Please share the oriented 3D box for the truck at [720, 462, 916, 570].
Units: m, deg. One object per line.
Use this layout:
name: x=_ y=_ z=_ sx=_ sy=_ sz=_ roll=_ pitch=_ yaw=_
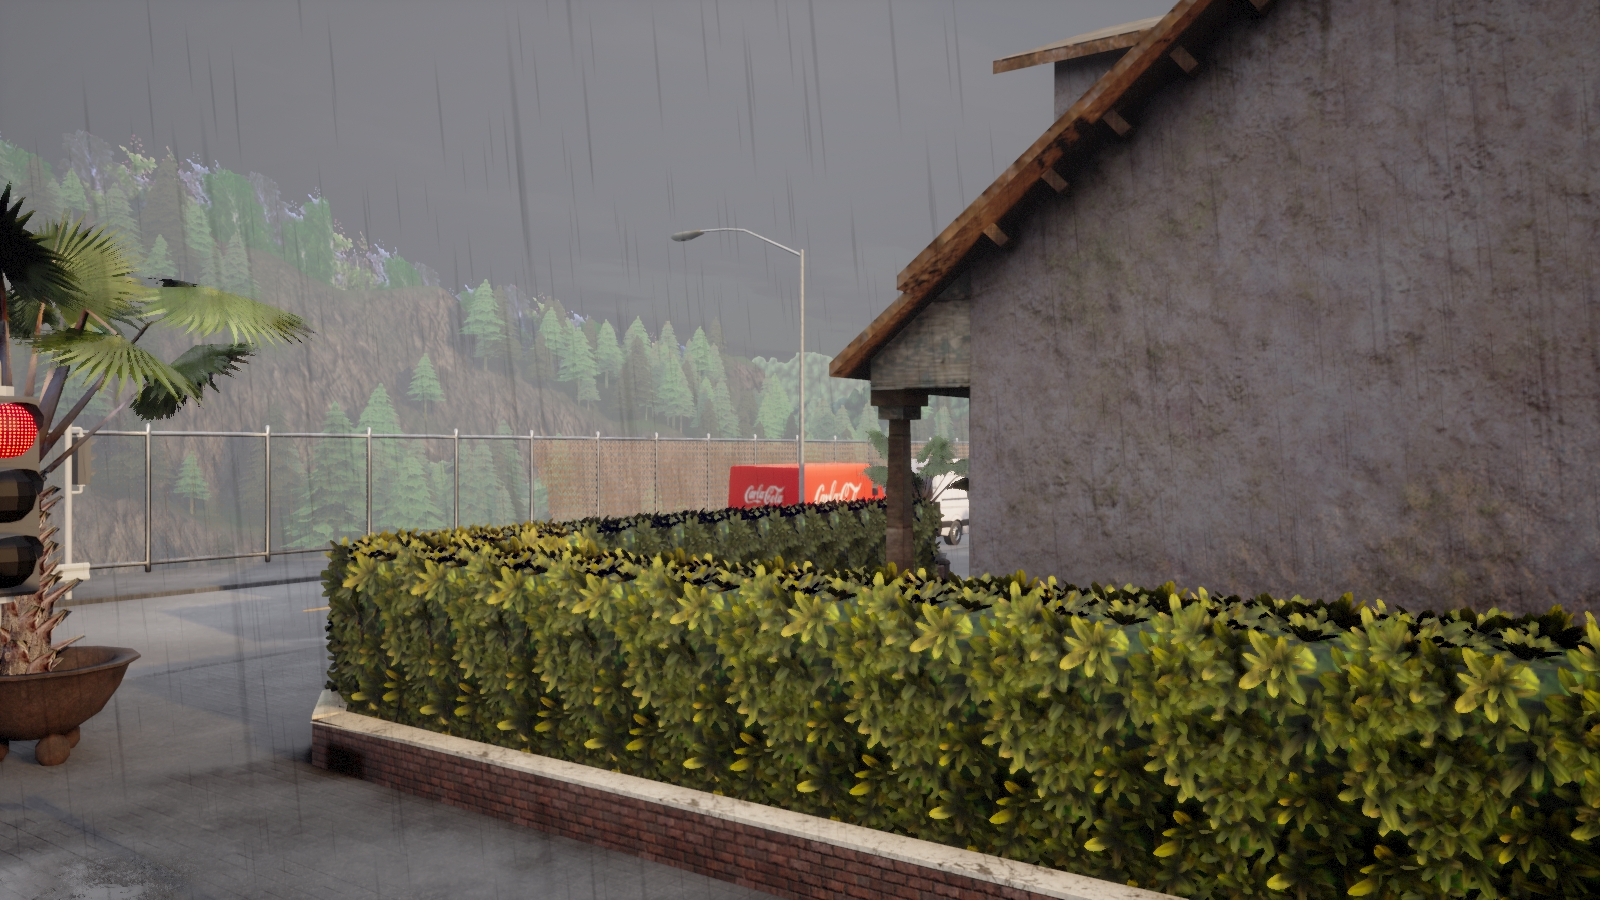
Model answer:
truck: x=0.584 y=1.568 z=29.600 sx=2.627 sy=2.467 sz=5.204 roll=0 pitch=0 yaw=35
